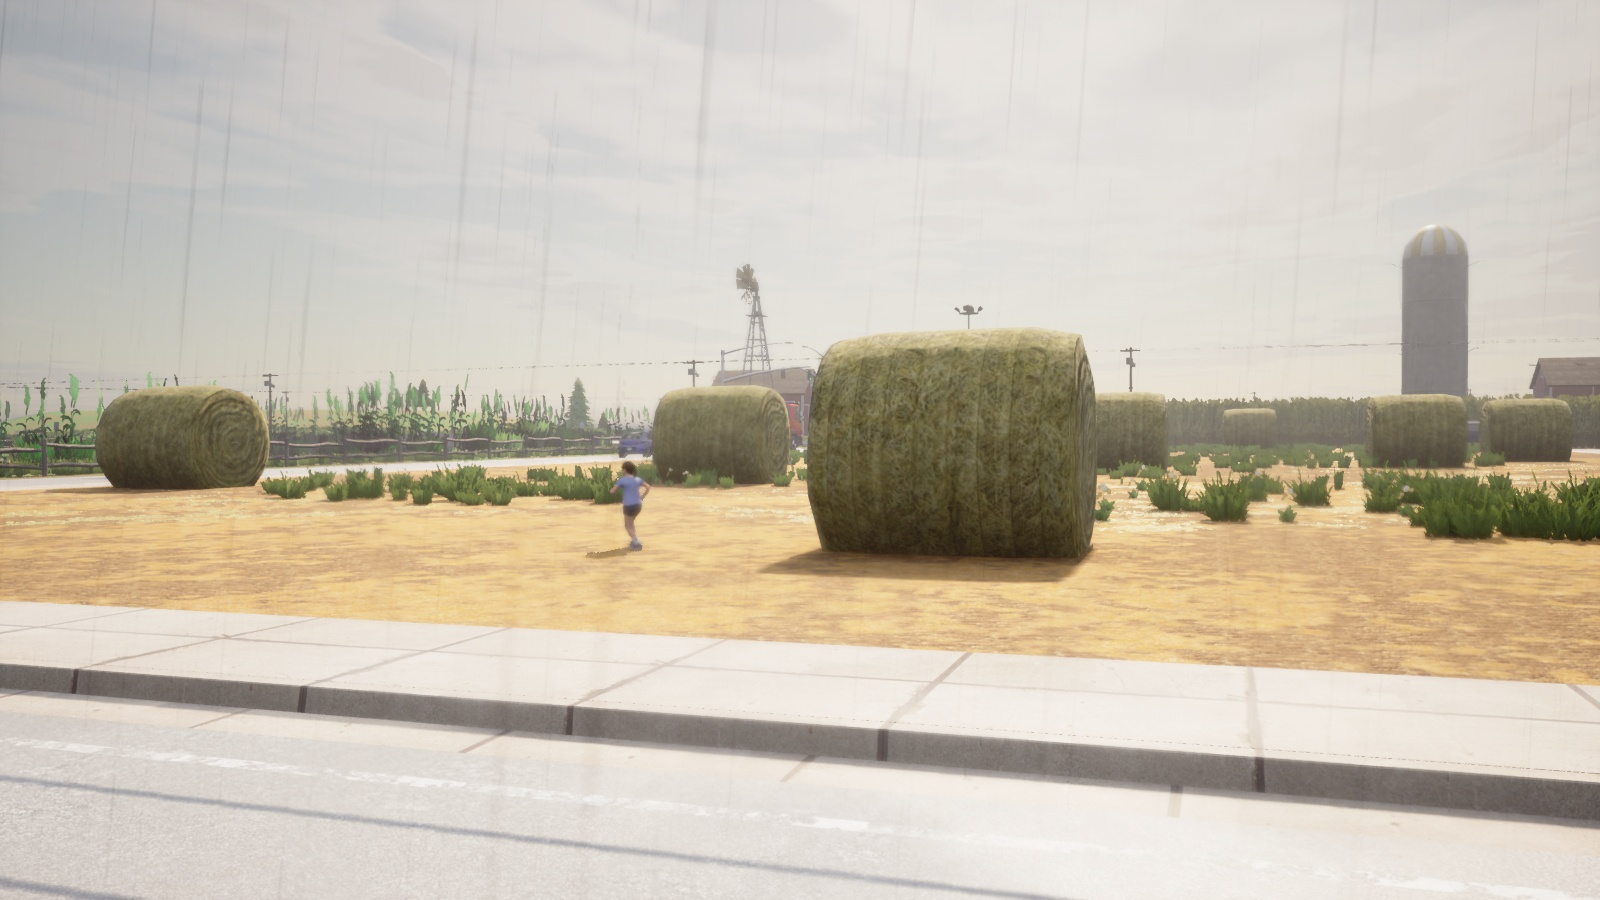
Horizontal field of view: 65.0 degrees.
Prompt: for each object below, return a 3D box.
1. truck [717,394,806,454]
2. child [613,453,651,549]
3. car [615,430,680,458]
[{"bbox_3d":[-2.522,-1.747,85.215,2.891,3.827,8.468,1,1,22],"label":"truck"},{"bbox_3d":[-1.977,0.594,14.781,0.394,1.110,0.255,1,1,44],"label":"child"},{"bbox_3d":[-8.483,-0.348,70.034,1.816,1.474,4.193,1,1,21],"label":"car"}]
